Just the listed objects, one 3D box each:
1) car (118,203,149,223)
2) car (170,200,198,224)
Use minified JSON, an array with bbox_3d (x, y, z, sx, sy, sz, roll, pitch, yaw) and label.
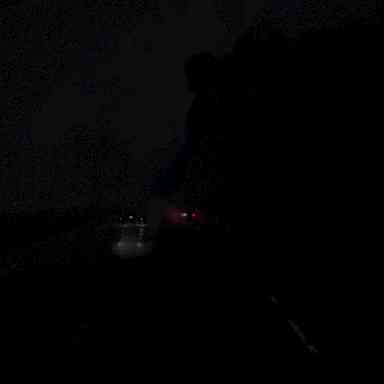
[{"bbox_3d":[-4.320,1.562,25.059,1.994,1.385,4.181,0,0,-3],"label":"car"},{"bbox_3d":[-0.590,1.549,24.397,2.033,1.411,5.357,0,0,-3],"label":"car"}]
